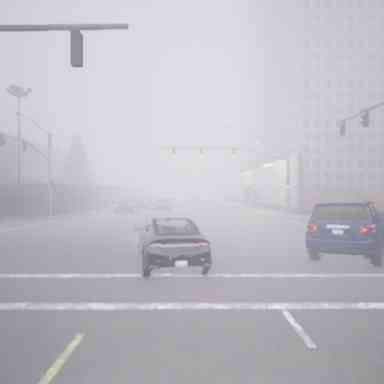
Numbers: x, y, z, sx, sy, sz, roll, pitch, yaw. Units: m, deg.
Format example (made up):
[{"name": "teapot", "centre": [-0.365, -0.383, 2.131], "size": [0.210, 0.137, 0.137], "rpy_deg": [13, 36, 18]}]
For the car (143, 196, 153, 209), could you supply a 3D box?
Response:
[{"name": "car", "centre": [-7.079, 1.415, 45.500], "size": [2.097, 1.767, 4.553], "rpy_deg": [0, 0, 0]}]

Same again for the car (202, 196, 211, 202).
[{"name": "car", "centre": [3.509, 1.634, 78.231], "size": [2.128, 1.511, 4.902], "rpy_deg": [0, 0, 0]}]

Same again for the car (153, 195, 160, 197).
[{"name": "car", "centre": [-7.023, 1.429, 55.619], "size": [2.097, 1.767, 4.553], "rpy_deg": [0, 0, 0]}]

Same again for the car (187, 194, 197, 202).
[{"name": "car", "centre": [0.009, 1.464, 78.355], "size": [2.097, 1.767, 4.553], "rpy_deg": [0, 0, 0]}]

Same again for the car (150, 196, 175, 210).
[{"name": "car", "centre": [-3.582, 1.605, 41.292], "size": [2.033, 1.411, 5.357], "rpy_deg": [0, 0, 0]}]

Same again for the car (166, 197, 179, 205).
[{"name": "car", "centre": [-3.493, 1.632, 61.287], "size": [2.033, 1.411, 5.357], "rpy_deg": [0, 0, 0]}]

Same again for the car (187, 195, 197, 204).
[{"name": "car", "centre": [0.008, 1.593, 68.183], "size": [2.128, 1.511, 4.902], "rpy_deg": [0, 0, 0]}]

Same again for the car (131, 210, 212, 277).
[{"name": "car", "centre": [-0.716, 1.533, 10.430], "size": [2.128, 1.511, 4.902], "rpy_deg": [0, 0, -11]}]

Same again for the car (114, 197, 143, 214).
[{"name": "car", "centre": [-7.141, 1.403, 36.676], "size": [2.097, 1.767, 4.553], "rpy_deg": [0, 0, 2]}]

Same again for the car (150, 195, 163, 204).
[{"name": "car", "centre": [-6.992, 1.443, 65.868], "size": [2.097, 1.767, 4.553], "rpy_deg": [0, 0, 0]}]

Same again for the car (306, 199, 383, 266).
[{"name": "car", "centre": [5.813, 1.278, 12.205], "size": [2.150, 2.045, 5.566], "rpy_deg": [-2, -1, 33]}]

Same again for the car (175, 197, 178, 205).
[{"name": "car", "centre": [-3.562, 1.575, 50.888], "size": [1.837, 1.490, 4.892], "rpy_deg": [0, 0, 1]}]
